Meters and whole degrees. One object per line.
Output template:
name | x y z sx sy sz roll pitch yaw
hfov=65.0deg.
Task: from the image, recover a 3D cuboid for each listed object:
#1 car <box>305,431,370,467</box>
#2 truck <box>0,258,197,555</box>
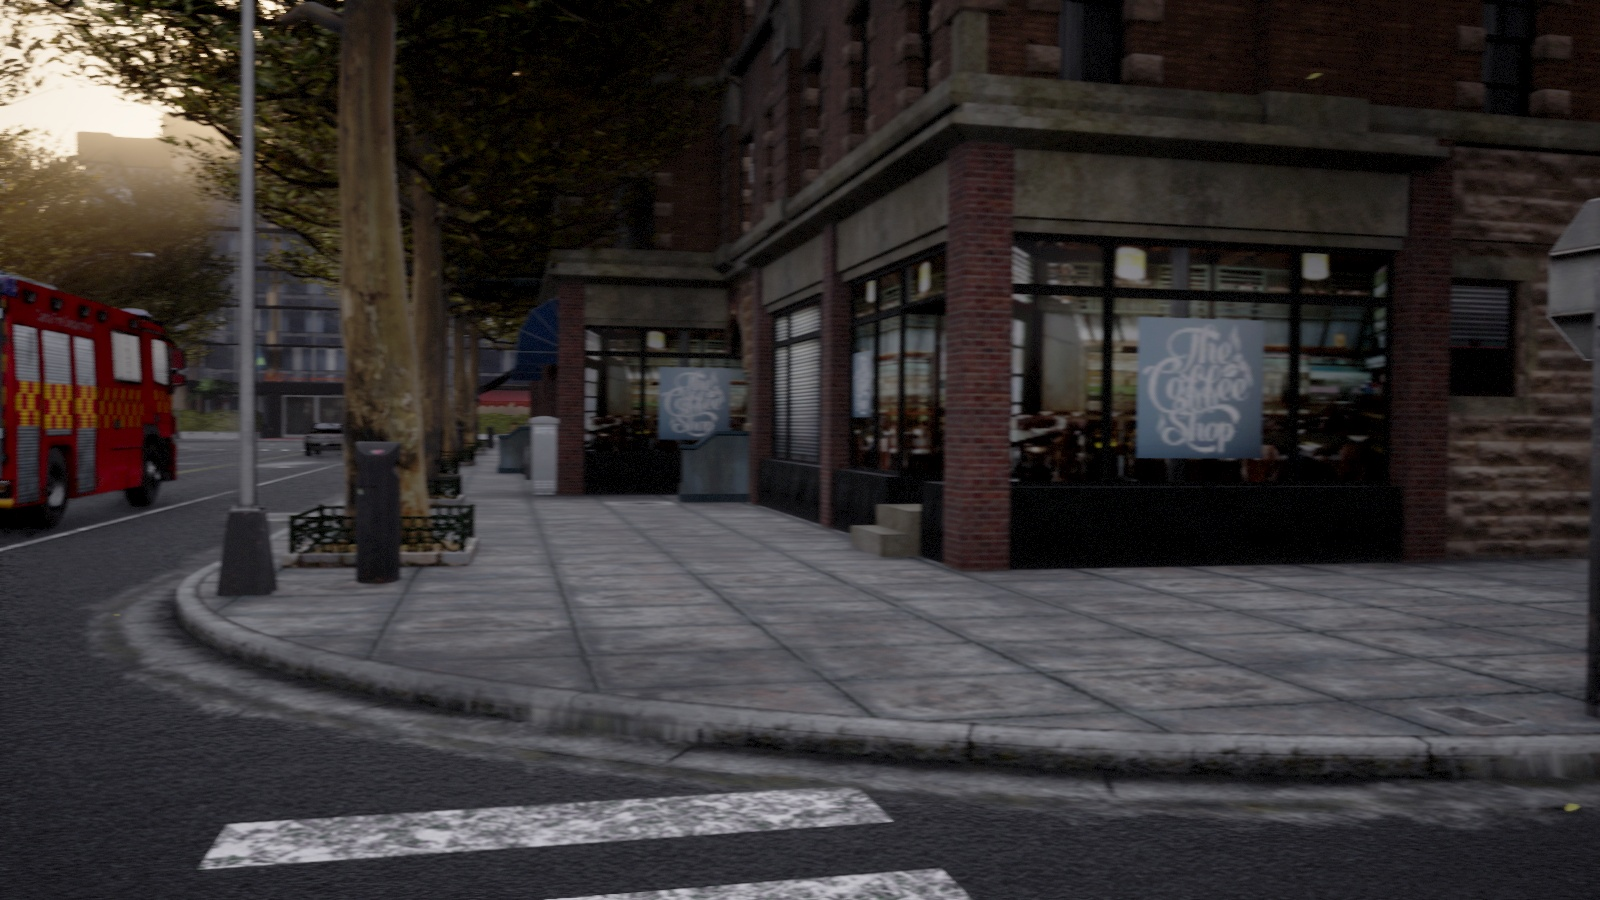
car | -20.740 -0.086 56.496 2.128 1.511 4.902 -1 1 -13
truck | -12.255 -0.610 20.050 2.891 3.827 8.468 -1 1 -13
